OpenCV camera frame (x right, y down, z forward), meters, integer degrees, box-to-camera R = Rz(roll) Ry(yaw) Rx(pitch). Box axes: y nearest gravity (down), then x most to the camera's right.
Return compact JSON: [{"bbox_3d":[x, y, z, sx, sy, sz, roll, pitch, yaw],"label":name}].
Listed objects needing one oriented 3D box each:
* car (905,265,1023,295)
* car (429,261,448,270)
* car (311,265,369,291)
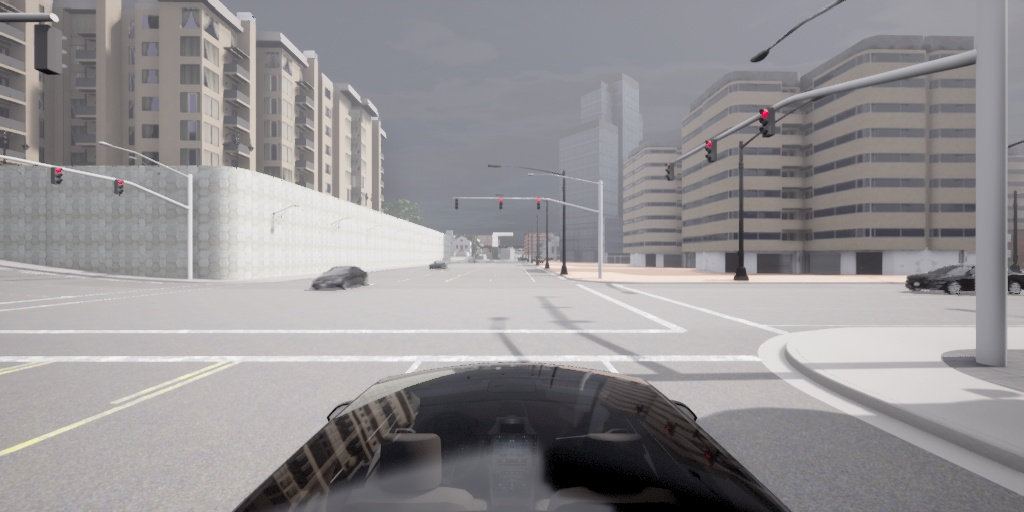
[{"bbox_3d":[24.080,1.225,19.119,5.008,1.535,1.882,0,0,0],"label":"car"},{"bbox_3d":[-10.474,1.358,50.981,1.895,1.301,4.718,0,0,0],"label":"car"},{"bbox_3d":[-10.465,1.327,22.236,1.812,1.442,4.674,0,1,0],"label":"car"}]
